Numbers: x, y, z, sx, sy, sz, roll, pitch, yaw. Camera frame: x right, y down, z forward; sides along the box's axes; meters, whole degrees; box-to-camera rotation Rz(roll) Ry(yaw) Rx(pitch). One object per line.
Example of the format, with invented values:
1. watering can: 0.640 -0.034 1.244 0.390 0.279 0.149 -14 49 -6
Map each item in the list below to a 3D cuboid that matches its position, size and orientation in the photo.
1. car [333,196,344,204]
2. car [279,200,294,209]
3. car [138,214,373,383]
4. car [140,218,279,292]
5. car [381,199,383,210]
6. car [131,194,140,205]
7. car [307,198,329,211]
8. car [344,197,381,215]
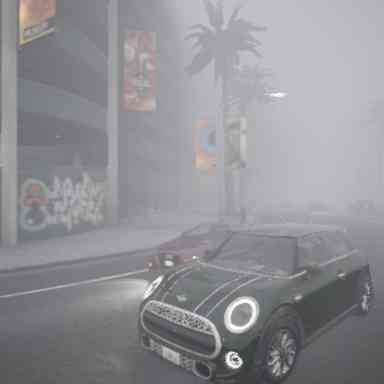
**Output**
1. car: 33.672 1.781 75.811 2.185 1.767 4.553 0 0 12
2. car: 14.183 1.866 50.095 1.994 1.385 4.181 0 0 12
3. car: 1.319 1.389 5.633 2.097 1.767 4.553 -1 -1 45
4. car: 0.715 1.631 9.955 1.994 1.385 4.181 0 0 41
5. car: 27.515 1.731 47.088 2.231 1.521 4.892 0 0 12
6. car: -8.187 1.364 47.051 2.435 2.045 5.566 0 0 12
7. car: 16.441 1.857 43.973 1.895 1.301 4.718 0 0 12
8. car: 18.591 1.552 36.532 2.097 1.767 4.553 0 0 12
